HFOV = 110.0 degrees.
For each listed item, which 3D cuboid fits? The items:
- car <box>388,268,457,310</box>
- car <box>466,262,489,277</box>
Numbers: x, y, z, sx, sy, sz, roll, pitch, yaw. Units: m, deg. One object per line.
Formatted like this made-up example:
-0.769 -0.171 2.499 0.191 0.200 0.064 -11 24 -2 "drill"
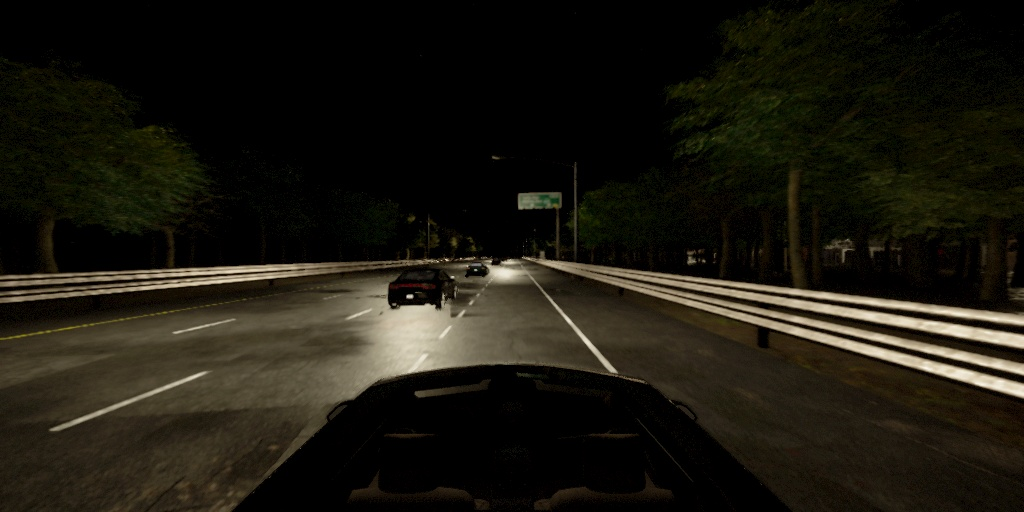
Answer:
-3.491 1.230 14.753 1.882 1.535 5.008 0 0 0 "car"
-3.438 1.308 35.888 1.994 1.385 4.181 0 0 0 "car"
